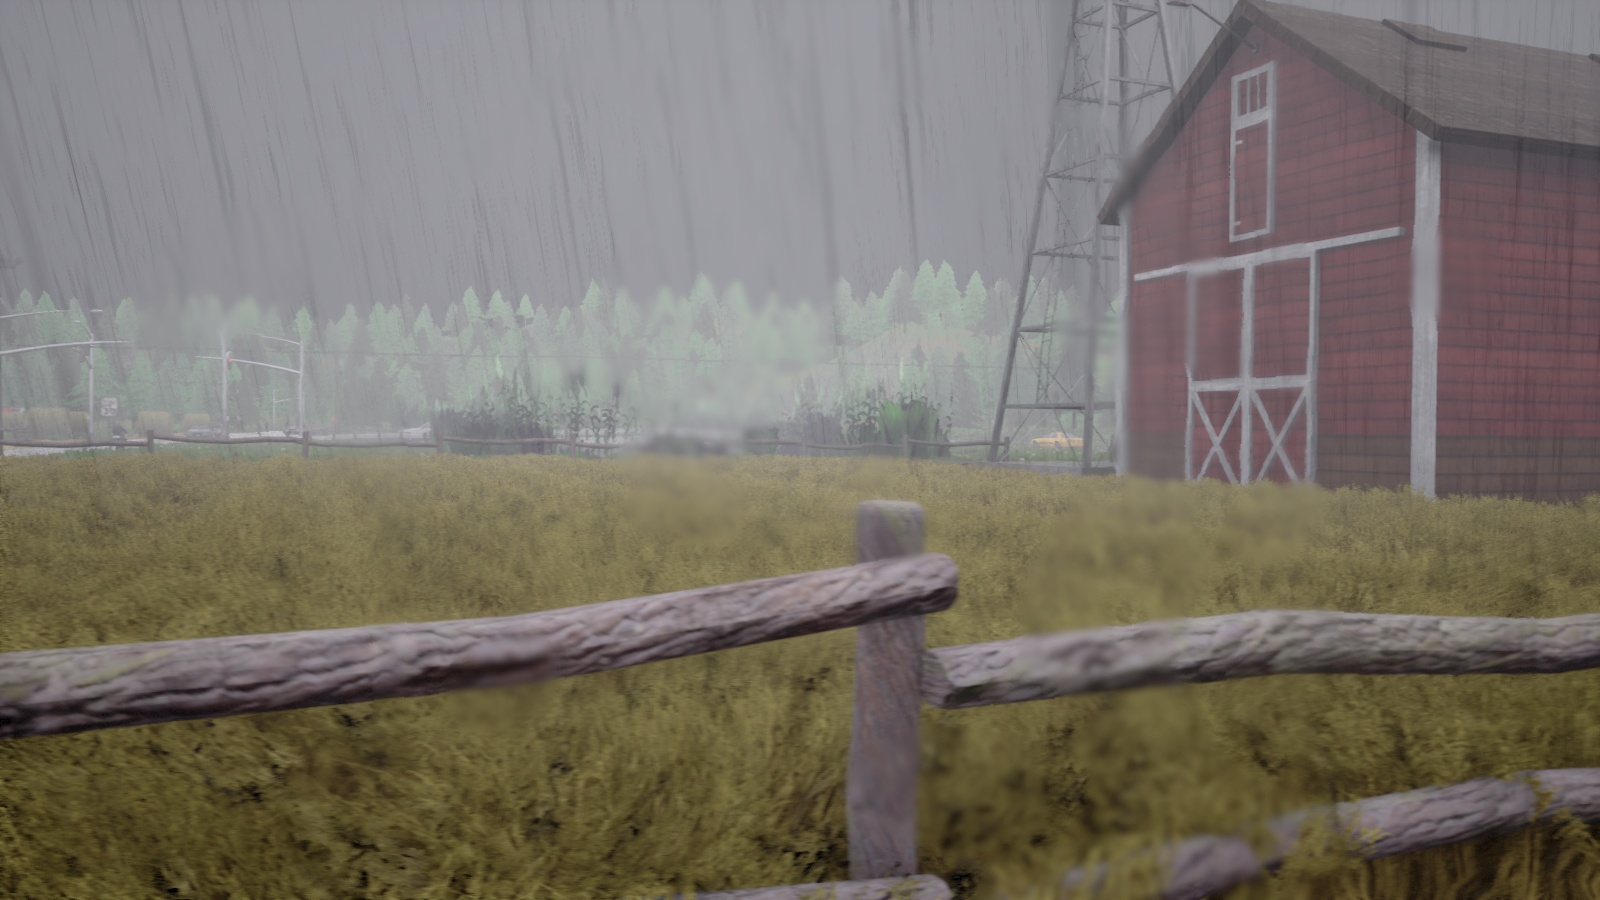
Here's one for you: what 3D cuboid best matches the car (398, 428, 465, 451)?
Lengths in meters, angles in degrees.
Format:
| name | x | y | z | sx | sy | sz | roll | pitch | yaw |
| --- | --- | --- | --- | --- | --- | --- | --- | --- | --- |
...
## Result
| name | x | y | z | sx | sy | sz | roll | pitch | yaw |
| --- | --- | --- | --- | --- | --- | --- | --- | --- | --- |
| car | -27.551 | -0.797 | 93.931 | 4.674 | 1.442 | 1.812 | -4 | 2 | -15 |
